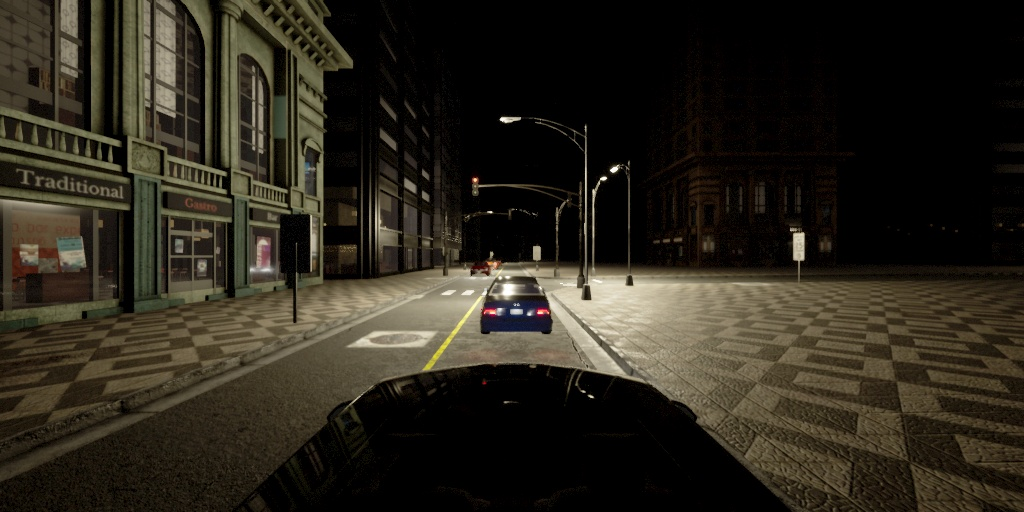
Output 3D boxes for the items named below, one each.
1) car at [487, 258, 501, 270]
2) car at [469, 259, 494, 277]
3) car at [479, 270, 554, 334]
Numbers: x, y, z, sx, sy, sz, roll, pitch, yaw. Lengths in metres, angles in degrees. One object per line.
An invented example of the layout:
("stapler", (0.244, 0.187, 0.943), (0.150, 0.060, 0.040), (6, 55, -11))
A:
("car", (-3.105, 1.106, 51.360), (2.097, 1.767, 4.553), (0, 0, 0))
("car", (-3.116, 1.277, 36.018), (1.812, 1.442, 4.674), (0, 0, 0))
("car", (0.096, 1.297, 10.547), (2.033, 1.411, 5.357), (0, 0, 0))
